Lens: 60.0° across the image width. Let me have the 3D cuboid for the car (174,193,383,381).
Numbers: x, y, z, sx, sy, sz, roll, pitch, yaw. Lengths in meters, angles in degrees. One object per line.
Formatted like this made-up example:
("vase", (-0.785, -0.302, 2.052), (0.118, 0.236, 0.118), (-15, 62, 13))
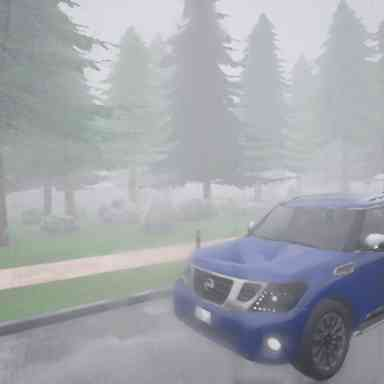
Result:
("car", (2.403, 1.076, 5.631), (5.566, 2.045, 2.150), (-2, 1, -35))
